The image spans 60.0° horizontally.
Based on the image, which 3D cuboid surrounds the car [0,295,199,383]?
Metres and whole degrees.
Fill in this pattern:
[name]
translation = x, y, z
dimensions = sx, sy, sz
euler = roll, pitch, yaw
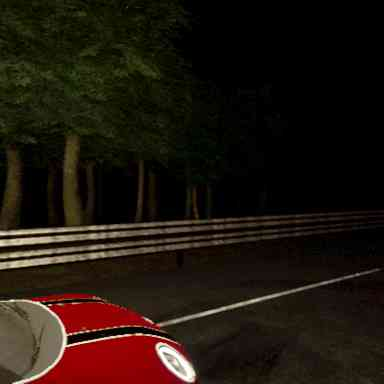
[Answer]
[car]
translation = -2.111, 1.347, 2.193
dimensions = 4.553, 1.767, 2.097
euler = 0, 0, -36
